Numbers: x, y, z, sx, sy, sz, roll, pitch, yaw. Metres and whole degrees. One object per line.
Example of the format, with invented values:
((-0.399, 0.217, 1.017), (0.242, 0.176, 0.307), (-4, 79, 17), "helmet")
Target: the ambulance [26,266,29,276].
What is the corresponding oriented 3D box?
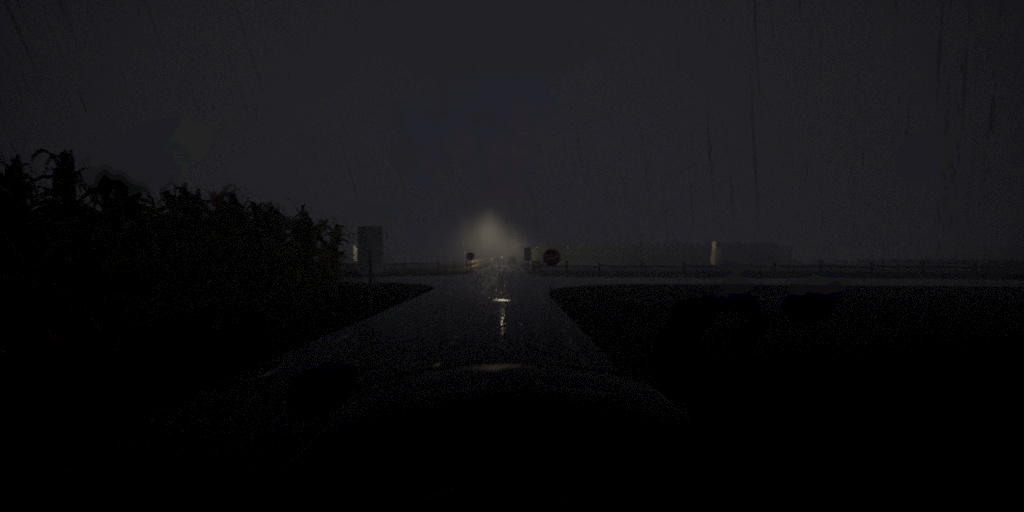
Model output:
((-43.130, 0.860, 32.359), (6.366, 2.431, 2.351), (0, 1, 5), "ambulance")
